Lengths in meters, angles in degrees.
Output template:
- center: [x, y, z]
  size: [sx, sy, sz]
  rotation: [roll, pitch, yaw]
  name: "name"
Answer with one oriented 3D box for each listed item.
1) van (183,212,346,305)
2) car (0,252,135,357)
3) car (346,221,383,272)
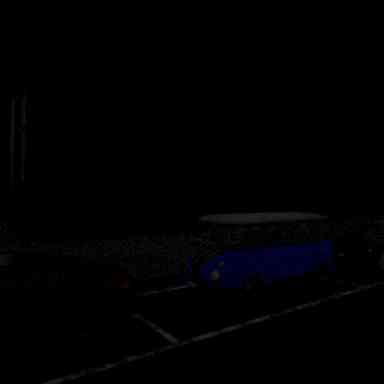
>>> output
- center: [1.716, 1.398, 7.974]
  size: [3.998, 1.788, 1.690]
  rotation: [1, 0, -35]
  name: "van"
- center: [-2.868, 1.585, 4.711]
  size: [4.206, 1.307, 1.802]
  rotation: [1, 0, -35]
  name: "car"
- center: [6.294, 1.656, 11.238]
  size: [4.507, 1.381, 1.887]
  rotation: [1, 0, -35]
  name: "car"
